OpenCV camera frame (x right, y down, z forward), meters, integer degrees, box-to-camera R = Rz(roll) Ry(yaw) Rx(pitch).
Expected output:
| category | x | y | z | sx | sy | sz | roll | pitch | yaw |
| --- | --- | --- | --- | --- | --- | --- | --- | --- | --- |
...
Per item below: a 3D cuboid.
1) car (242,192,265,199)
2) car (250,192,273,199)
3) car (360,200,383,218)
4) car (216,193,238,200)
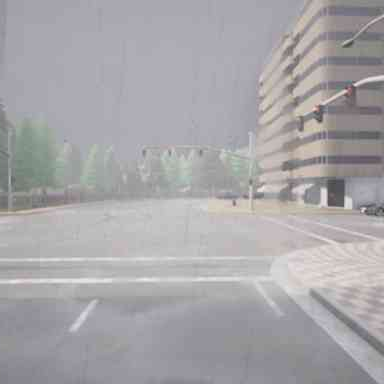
| category | x | y | z | sx | sy | sz | roll | pitch | yaw |
| --- | --- | --- | --- | --- | --- | --- | --- | --- | --- |
| car | 12.790 | 0.873 | 70.729 | 4.674 | 1.442 | 1.812 | 0 | 1 | -35 |
| car | 16.025 | 0.820 | 76.695 | 4.902 | 1.511 | 2.128 | 0 | 1 | -24 |
| car | 16.347 | 1.298 | 27.128 | 4.902 | 1.511 | 2.128 | 0 | 1 | -2 |
| car | 7.472 | 0.886 | 70.922 | 5.357 | 1.411 | 2.033 | 0 | 1 | -39 |
